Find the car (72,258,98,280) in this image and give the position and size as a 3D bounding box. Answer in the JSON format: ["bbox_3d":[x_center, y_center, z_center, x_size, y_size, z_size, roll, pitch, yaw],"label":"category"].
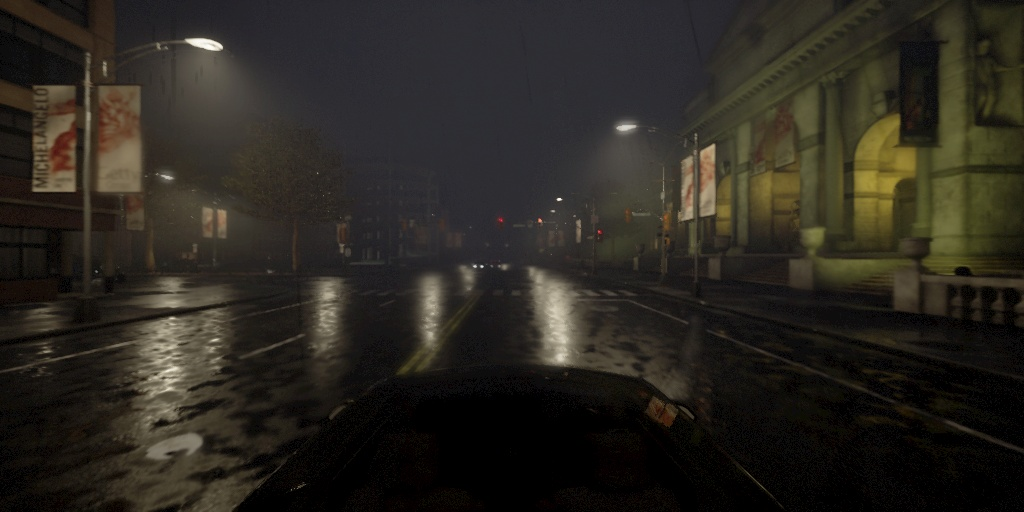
[{"bbox_3d":[-36.468,1.169,28.321,5.008,1.535,1.882,0,0,0],"label":"car"}]

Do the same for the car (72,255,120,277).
[{"bbox_3d":[-38.315,0.909,31.819,5.566,2.045,2.150,0,0,0],"label":"car"}]

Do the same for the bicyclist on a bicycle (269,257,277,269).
[{"bbox_3d":[-34.225,0.987,51.296,0.582,1.620,1.656,0,0,0],"label":"bicyclist on a bicycle"}]
